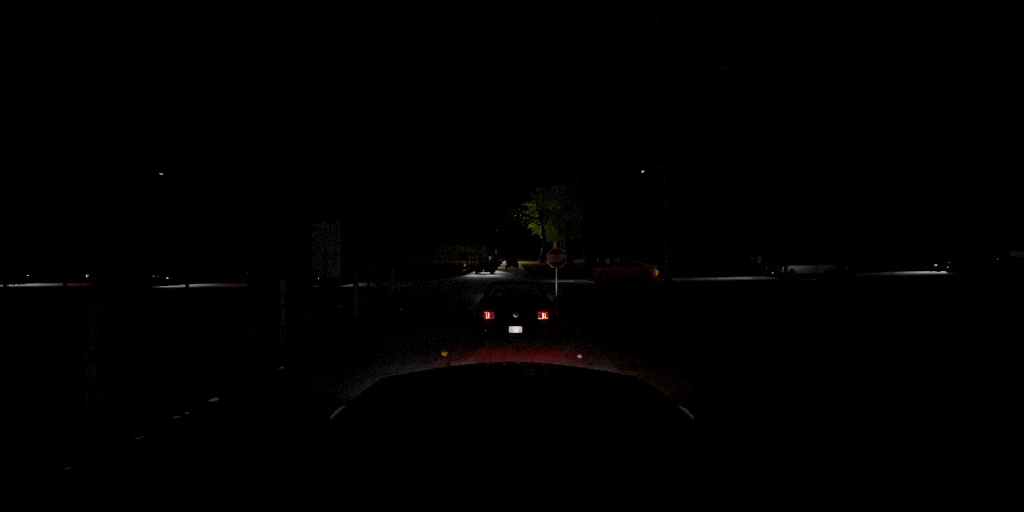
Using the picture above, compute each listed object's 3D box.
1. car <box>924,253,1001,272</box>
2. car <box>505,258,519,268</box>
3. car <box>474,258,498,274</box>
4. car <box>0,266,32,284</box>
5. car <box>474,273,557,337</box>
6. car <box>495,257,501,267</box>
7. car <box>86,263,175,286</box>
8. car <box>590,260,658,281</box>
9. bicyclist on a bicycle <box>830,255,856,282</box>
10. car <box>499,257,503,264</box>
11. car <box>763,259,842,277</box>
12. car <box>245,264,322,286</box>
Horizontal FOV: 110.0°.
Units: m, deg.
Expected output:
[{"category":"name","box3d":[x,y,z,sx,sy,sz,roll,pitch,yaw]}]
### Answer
[{"category":"car","box3d":[34.575,0.457,27.600,4.181,1.385,1.994,-2,-1,-1]},{"category":"car","box3d":[-0.004,1.107,55.516,1.837,1.490,4.892,0,1,0]},{"category":"car","box3d":[-2.948,1.233,39.984,1.812,1.442,4.674,0,0,1]},{"category":"car","box3d":[-36.274,1.193,24.315,5.357,1.411,2.033,1,-1,0]},{"category":"car","box3d":[0.082,1.352,10.226,1.895,1.301,4.718,0,0,0]},{"category":"car","box3d":[-2.924,1.250,49.784,1.895,1.301,4.718,0,0,0]},{"category":"car","box3d":[-25.826,1.246,24.356,4.892,1.490,1.837,0,-1,0]},{"category":"car","box3d":[8.574,1.107,27.683,5.008,1.535,1.882,-1,-1,3]},{"category":"bicyclist on a bicycle","box3d":[19.857,0.746,21.541,0.582,1.620,1.656,-1,-1,0]},{"category":"car","box3d":[-2.903,1.102,60.471,2.033,1.411,5.357,0,1,1]},{"category":"car","box3d":[22.210,0.920,27.537,4.718,1.301,1.895,-2,-1,0]},{"category":"car","box3d":[-15.504,1.273,24.404,4.674,1.442,1.812,0,-1,0]}]
